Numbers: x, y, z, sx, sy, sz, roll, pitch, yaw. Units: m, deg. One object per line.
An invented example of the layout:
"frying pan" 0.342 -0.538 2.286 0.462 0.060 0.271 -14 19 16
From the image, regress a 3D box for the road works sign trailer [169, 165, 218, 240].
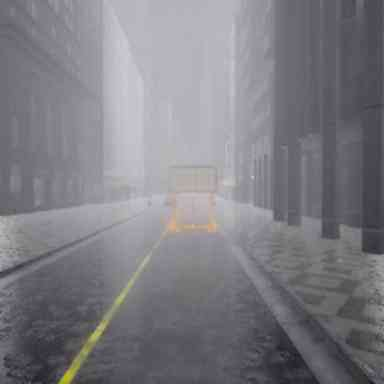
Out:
"road works sign trailer" 0.058 0.443 16.801 2.380 3.560 2.880 0 0 -1

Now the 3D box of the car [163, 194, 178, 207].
"car" -3.061 1.422 48.303 1.837 1.490 4.892 0 1 0
